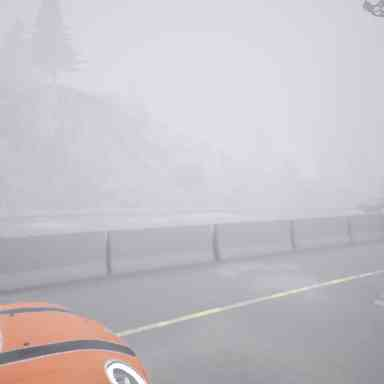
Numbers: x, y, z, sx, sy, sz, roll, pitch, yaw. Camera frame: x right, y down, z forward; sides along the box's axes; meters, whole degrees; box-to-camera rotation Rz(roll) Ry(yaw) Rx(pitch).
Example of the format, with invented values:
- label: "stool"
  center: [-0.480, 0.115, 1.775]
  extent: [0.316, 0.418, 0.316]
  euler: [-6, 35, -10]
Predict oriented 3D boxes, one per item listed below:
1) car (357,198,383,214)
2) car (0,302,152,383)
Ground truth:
- label: "car"
  center: [19.929, 1.424, 34.236]
  extent: [5.008, 1.535, 1.882]
  euler: [0, 0, -22]
- label: "car"
  center: [-2.426, 1.342, 1.901]
  extent: [4.553, 1.767, 2.097]
  euler: [0, 0, -36]
